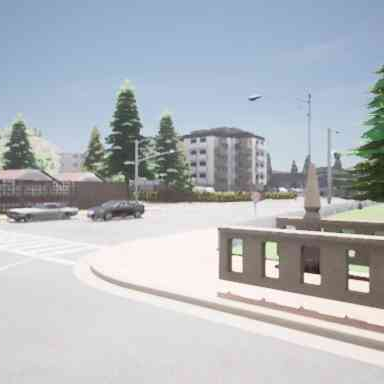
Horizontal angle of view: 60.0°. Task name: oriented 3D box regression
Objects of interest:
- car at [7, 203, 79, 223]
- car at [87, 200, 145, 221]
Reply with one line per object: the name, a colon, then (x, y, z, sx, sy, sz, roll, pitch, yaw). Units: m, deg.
car: (-10.982, 1.476, 24.679, 1.895, 1.301, 4.718, 0, 0, 38)
car: (-5.784, 1.380, 25.687, 2.128, 1.511, 4.902, 0, 0, 37)
